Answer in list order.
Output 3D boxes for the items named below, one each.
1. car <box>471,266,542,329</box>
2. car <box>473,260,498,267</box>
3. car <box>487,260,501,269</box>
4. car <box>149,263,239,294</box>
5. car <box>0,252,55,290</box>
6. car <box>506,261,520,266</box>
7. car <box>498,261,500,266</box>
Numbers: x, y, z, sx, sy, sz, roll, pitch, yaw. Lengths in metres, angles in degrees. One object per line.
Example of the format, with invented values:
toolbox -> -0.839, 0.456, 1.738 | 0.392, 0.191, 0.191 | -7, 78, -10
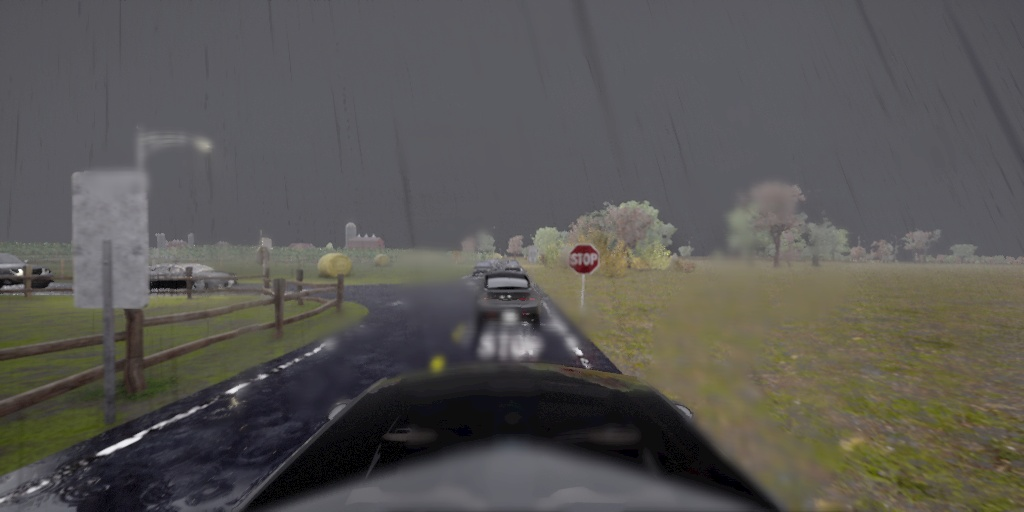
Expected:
car -> -0.279, 1.252, 11.303 | 1.837, 1.490, 4.892 | 0, 0, -6
car -> -2.843, 1.298, 36.307 | 2.033, 1.411, 5.357 | 0, 0, 0
car -> -2.809, 1.315, 56.835 | 2.033, 1.411, 5.357 | 0, 0, 0
car -> -17.234, 1.144, 18.953 | 4.902, 1.511, 2.128 | 0, 1, -1
car -> -27.801, 0.803, 18.836 | 5.566, 2.045, 2.150 | 0, 1, 0
car -> 0.112, 1.323, 48.822 | 1.994, 1.385, 4.181 | 0, 0, 0
car -> -2.829, 1.249, 46.496 | 2.128, 1.511, 4.902 | 0, 0, 0
